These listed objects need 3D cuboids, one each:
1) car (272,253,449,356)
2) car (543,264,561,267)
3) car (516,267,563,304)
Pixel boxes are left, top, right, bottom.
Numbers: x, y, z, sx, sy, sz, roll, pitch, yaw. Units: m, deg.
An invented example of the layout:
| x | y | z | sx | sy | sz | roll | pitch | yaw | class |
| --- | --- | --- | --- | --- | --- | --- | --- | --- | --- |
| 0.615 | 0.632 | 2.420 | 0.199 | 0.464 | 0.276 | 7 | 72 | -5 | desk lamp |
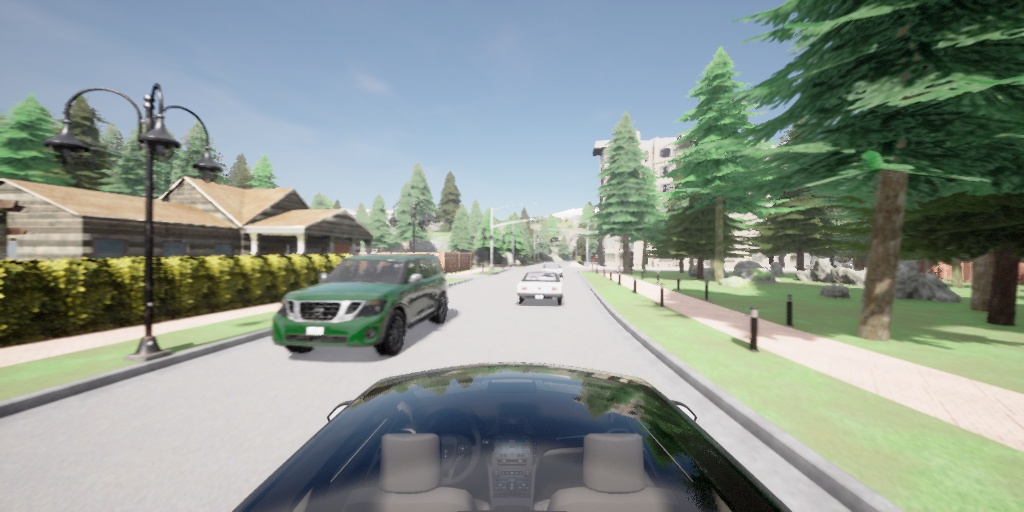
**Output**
| x | y | z | sx | sy | sz | roll | pitch | yaw | class |
| --- | --- | --- | --- | --- | --- | --- | --- | --- | --- |
| -3.194 | 0.951 | 8.989 | 2.150 | 2.045 | 5.566 | 0 | 0 | 5 | car |
| 3.715 | 1.355 | 32.898 | 1.895 | 1.301 | 4.718 | 0 | 0 | 8 | car |
| 1.383 | 1.351 | 16.517 | 1.895 | 1.301 | 4.718 | 0 | 0 | 8 | car |
